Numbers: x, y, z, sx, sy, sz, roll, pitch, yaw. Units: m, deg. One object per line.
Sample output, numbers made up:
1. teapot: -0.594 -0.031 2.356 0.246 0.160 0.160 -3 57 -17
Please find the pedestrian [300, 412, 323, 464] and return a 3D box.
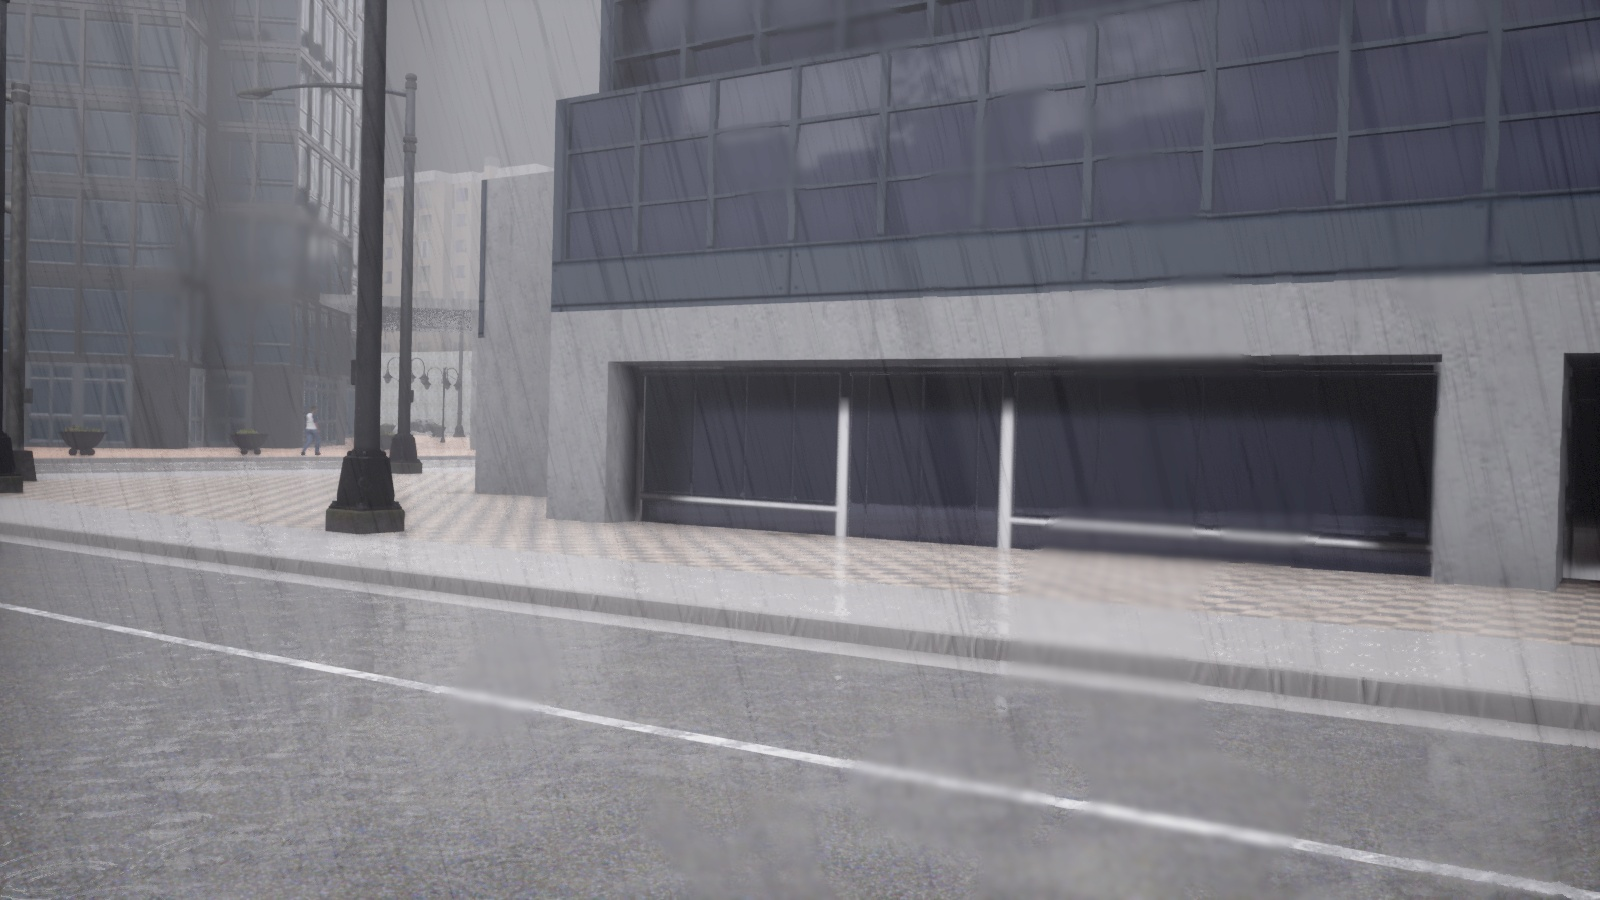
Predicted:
1. pedestrian: -17.293 -0.426 44.468 0.354 1.836 0.706 1 1 30
